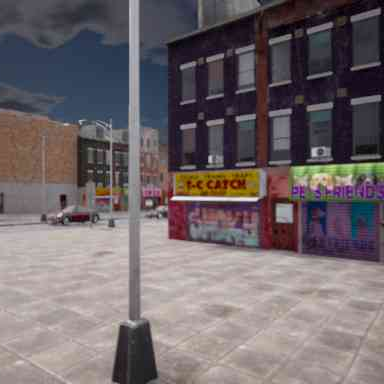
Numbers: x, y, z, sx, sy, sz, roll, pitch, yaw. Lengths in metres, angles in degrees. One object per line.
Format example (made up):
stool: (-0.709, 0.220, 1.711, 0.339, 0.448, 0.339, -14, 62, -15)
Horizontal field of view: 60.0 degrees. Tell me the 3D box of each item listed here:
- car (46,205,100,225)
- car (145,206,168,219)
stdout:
car: (-9.539, 1.799, 26.776, 1.967, 1.590, 4.097, -2, -2, 36)
car: (-3.107, 2.145, 35.563, 2.008, 1.369, 4.403, -2, -2, 36)
